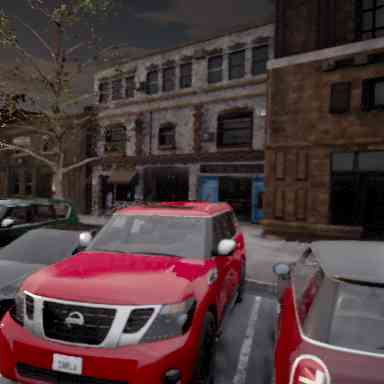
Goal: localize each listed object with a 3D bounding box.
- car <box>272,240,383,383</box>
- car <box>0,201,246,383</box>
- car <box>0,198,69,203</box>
[{"bbox_3d":[2.056,1.356,3.906,2.185,1.767,4.553,0,-1,15],"label":"car"},{"bbox_3d":[-0.381,1.225,5.648,2.435,2.045,5.566,1,-1,15],"label":"car"},{"bbox_3d":[-5.290,1.214,9.123,2.435,2.045,5.566,1,-1,15],"label":"car"}]
